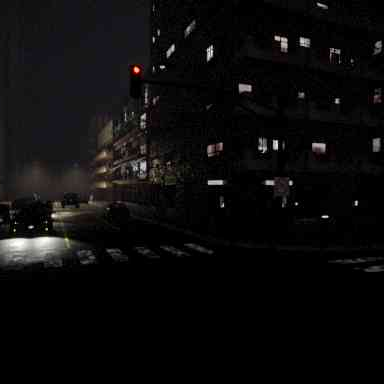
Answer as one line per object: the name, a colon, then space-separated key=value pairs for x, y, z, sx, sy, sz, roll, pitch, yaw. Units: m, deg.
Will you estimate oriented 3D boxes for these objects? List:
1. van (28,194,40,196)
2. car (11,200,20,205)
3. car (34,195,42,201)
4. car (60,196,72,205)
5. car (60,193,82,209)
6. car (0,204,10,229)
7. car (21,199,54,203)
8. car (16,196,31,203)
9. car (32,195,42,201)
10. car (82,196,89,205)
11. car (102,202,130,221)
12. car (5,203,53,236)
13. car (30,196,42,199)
van: x=-29.316 y=1.308 z=60.725 sx=1.690 sy=1.788 sz=3.998 roll=-1 pitch=0 yaw=-23
car: x=-14.037 y=1.552 z=24.211 sx=1.947 sy=1.339 sz=4.313 roll=-1 pitch=0 yaw=-23
car: x=-40.224 y=1.537 z=86.809 sx=1.802 sy=1.307 sz=4.206 roll=-1 pitch=0 yaw=-23
car: x=-22.423 y=1.492 z=59.294 sx=1.812 sy=1.442 sz=4.674 roll=0 pitch=0 yaw=-23
car: x=-16.921 y=1.194 z=46.138 sx=2.150 sy=2.045 sz=5.566 roll=0 pitch=0 yaw=-23
car: x=-11.789 y=1.514 z=18.837 sx=1.752 sy=1.417 sz=4.829 roll=-1 pitch=0 yaw=-23
car: x=-12.313 y=1.531 z=26.931 sx=2.033 sy=1.411 sz=5.357 roll=0 pitch=0 yaw=-22
car: x=-20.583 y=1.522 z=39.860 sx=1.887 sy=1.381 sz=4.507 roll=-1 pitch=0 yaw=-23
car: x=-38.042 y=1.508 z=81.592 sx=2.008 sy=1.369 sz=4.403 roll=-1 pitch=0 yaw=-23
car: x=-19.401 y=1.407 z=58.744 sx=1.967 sy=1.590 sz=4.097 roll=-1 pitch=0 yaw=-23
car: x=-6.306 y=1.534 z=27.445 sx=2.008 sy=1.369 sz=4.403 roll=-1 pitch=0 yaw=-23
car: x=-8.722 y=1.552 z=18.272 sx=1.994 sy=1.385 sz=4.181 roll=0 pitch=0 yaw=-23
car: x=-16.168 y=1.470 z=36.310 sx=2.128 sy=1.511 sz=4.902 roll=0 pitch=0 yaw=-23
